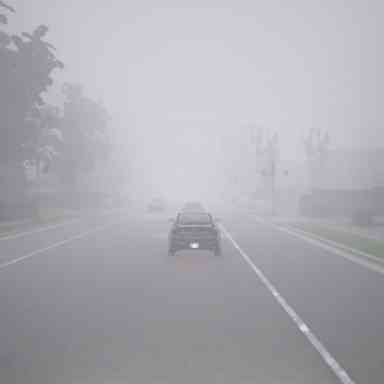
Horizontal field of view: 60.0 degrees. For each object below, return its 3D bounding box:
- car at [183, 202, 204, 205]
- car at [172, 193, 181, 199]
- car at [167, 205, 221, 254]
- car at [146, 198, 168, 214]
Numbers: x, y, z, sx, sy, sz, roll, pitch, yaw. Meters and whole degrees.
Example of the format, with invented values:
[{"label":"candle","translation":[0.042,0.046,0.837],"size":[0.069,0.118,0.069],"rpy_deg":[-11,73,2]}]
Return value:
[{"label":"car","translation":[0.094,1.517,29.071],"size":[1.994,1.385,4.181],"rpy_deg":[0,0,0]},{"label":"car","translation":[-3.498,0.873,75.056],"size":[1.882,1.535,5.008],"rpy_deg":[0,0,0]},{"label":"car","translation":[0.093,1.489,13.302],"size":[1.837,1.490,4.892],"rpy_deg":[0,0,0]},{"label":"car","translation":[-3.594,1.407,34.942],"size":[1.882,1.535,5.008],"rpy_deg":[0,0,0]}]
